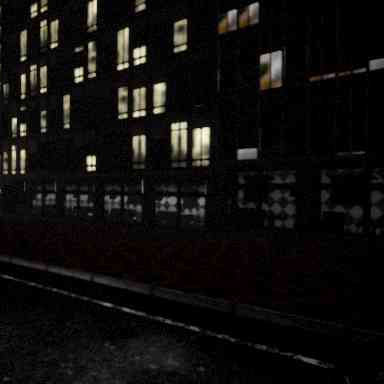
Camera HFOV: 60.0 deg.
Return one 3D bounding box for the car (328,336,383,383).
[{"bbox_3d":[3.131,1.480,1.385,4.902,1.511,2.128,0,0,36],"label":"car"}]
